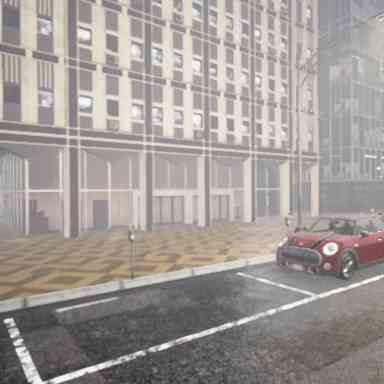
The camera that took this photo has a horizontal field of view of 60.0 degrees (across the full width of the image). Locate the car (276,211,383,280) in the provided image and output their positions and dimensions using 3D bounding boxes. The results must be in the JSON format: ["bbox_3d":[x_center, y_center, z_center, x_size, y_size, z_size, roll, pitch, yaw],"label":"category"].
[{"bbox_3d":[4.311,1.379,9.639,4.097,1.590,1.967,0,0,-35],"label":"car"}]
